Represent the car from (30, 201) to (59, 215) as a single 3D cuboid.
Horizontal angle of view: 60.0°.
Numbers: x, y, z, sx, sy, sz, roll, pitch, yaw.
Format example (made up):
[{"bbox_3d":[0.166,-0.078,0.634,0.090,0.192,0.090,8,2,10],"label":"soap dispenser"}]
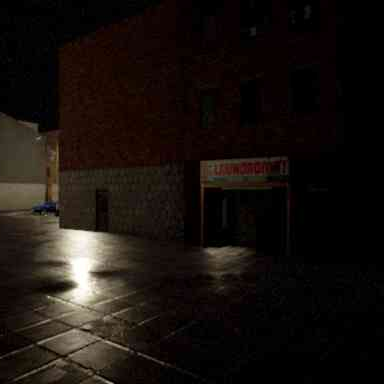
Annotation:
[{"bbox_3d":[-15.361,1.719,36.636,1.812,1.442,4.674,0,0,36],"label":"car"}]
